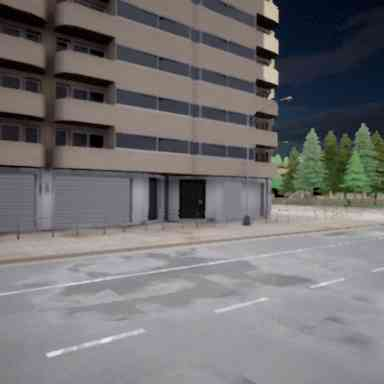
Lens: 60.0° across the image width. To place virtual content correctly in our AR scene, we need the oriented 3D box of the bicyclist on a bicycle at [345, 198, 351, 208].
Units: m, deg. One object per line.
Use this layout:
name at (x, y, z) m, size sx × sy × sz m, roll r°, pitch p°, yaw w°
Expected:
bicyclist on a bicycle at (25.260, 1.732, 53.778) m, size 1.656 × 1.620 × 0.582 m, roll 0°, pitch 0°, yaw -35°
